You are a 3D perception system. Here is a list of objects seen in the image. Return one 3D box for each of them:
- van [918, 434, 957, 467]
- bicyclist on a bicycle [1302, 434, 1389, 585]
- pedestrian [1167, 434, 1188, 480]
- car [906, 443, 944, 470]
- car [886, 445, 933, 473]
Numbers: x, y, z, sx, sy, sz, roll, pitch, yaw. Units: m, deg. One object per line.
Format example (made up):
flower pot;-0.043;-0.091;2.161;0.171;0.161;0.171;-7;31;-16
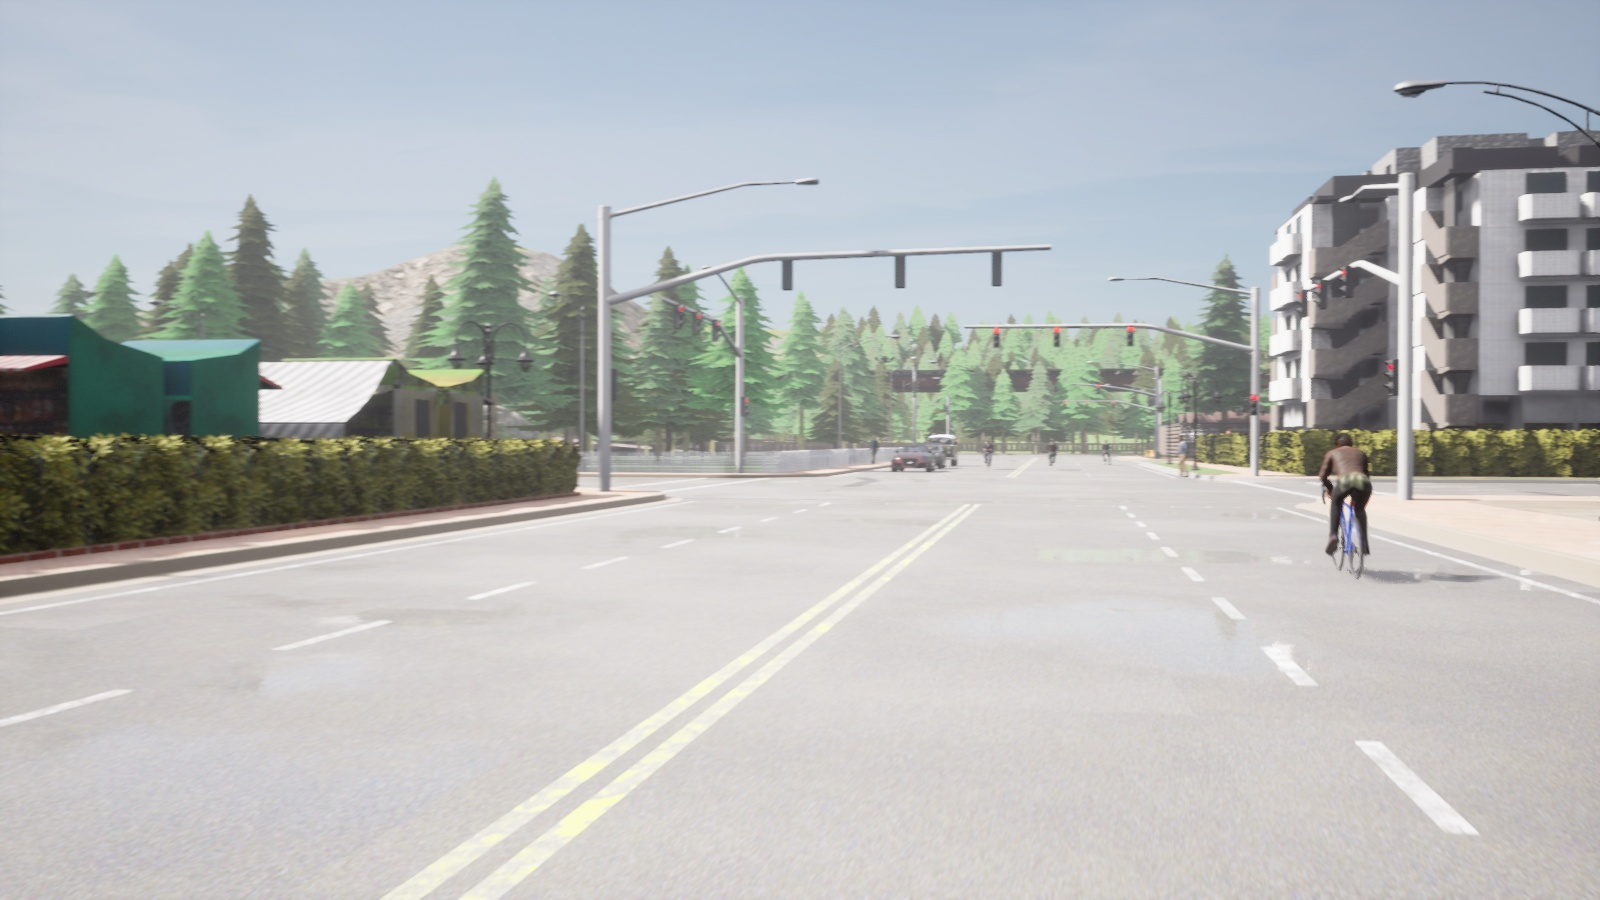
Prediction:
van;8.942;0.040;81.286;2.069;2.038;4.480;0;0;11
bicyclist on a bicycle;6.199;0.638;14.339;0.582;1.620;1.656;0;0;12
pedestrian;16.104;0.283;53.560;0.788;1.949;0.423;0;0;2
car;7.278;0.368;72.992;1.845;1.501;3.633;0;1;11
car;5.716;0.458;65.202;1.994;1.385;4.181;0;0;11
